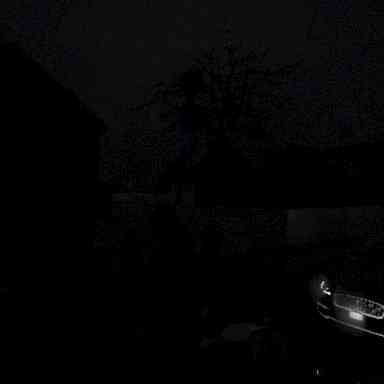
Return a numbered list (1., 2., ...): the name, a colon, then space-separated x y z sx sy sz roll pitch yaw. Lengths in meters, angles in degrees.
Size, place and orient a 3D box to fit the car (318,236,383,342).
1. car: 4.309 1.509 6.128 4.892 1.490 1.837 0 0 -35
